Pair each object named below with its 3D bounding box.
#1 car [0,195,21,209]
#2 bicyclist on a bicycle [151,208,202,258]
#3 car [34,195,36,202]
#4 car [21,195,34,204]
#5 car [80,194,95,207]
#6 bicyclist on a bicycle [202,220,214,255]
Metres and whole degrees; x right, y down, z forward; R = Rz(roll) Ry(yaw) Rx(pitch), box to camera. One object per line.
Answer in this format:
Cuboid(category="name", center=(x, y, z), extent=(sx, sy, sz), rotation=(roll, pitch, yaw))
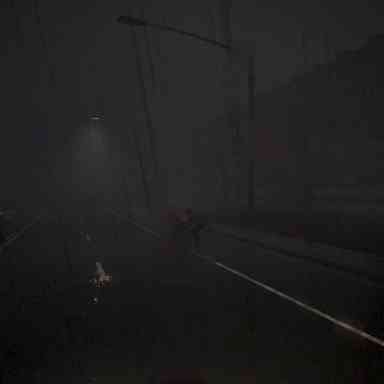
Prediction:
Cuboid(category="car", center=(-24.900, 1.478, 44.698), extent=(2.128, 1.511, 4.902), rotation=(0, 0, -20))
Cuboid(category="bicyclist on a bicycle", center=(-0.622, 1.439, 11.343), extent=(1.656, 1.620, 0.582), rotation=(-1, 0, 13))
Cuboid(category="car", center=(-34.547, 1.322, 71.207), extent=(1.837, 1.490, 4.892), rotation=(0, 1, -20))
Cuboid(category="car", center=(-30.852, 1.546, 61.104), extent=(1.895, 1.301, 4.718), rotation=(0, 0, -20))
Cuboid(category="car", center=(-16.209, 1.509, 51.997), extent=(1.812, 1.442, 4.674), rotation=(0, 0, -20))
Cuboid(category="bicyclist on a bicycle", center=(0.087, 1.405, 11.861), extent=(1.656, 1.620, 0.582), rotation=(-3, 1, 39))
